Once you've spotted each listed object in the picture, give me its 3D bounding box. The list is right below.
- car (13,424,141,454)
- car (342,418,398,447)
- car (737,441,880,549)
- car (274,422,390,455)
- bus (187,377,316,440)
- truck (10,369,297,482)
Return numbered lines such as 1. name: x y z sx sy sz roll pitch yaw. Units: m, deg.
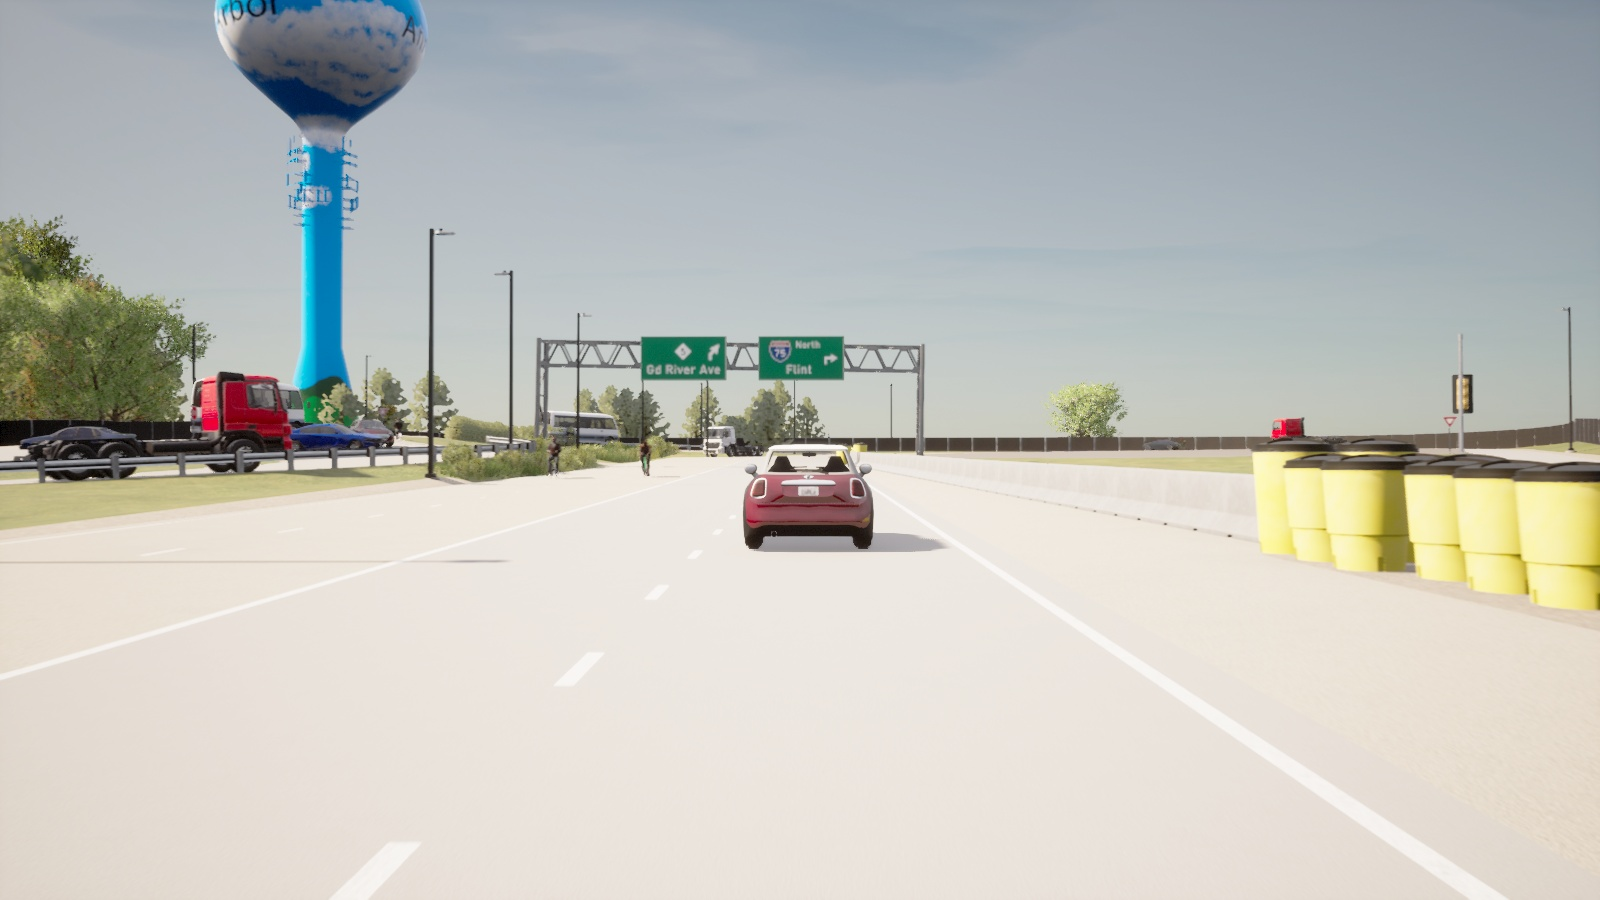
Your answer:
1. car: -37.571 -0.580 65.380 5.357 1.411 2.033 0 3 -10
2. car: -25.600 -1.061 74.607 2.033 1.649 4.856 0 1 -33
3. car: 0.124 0.610 19.216 1.970 1.475 3.806 0 0 0
4. car: -23.115 -0.586 62.149 5.008 1.535 1.882 0 2 4
5. bus: -39.441 -2.915 90.944 3.944 4.253 10.273 1 1 6
6. truck: -21.382 -0.889 41.896 7.936 3.462 2.891 -3 2 -41
